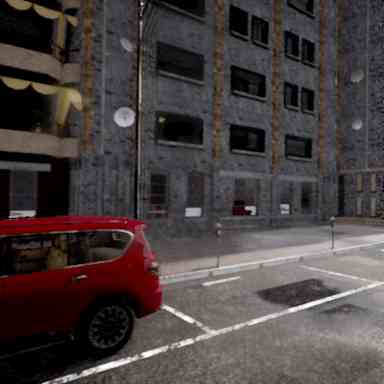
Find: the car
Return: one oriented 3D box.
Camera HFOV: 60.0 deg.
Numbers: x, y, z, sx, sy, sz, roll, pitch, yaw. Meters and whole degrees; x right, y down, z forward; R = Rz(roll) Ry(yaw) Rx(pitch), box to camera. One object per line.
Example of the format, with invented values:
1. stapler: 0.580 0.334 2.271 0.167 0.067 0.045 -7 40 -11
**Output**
1. car: -2.770 1.318 4.573 5.009 1.841 2.192 1 0 -35
